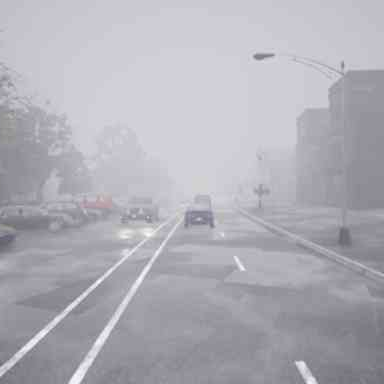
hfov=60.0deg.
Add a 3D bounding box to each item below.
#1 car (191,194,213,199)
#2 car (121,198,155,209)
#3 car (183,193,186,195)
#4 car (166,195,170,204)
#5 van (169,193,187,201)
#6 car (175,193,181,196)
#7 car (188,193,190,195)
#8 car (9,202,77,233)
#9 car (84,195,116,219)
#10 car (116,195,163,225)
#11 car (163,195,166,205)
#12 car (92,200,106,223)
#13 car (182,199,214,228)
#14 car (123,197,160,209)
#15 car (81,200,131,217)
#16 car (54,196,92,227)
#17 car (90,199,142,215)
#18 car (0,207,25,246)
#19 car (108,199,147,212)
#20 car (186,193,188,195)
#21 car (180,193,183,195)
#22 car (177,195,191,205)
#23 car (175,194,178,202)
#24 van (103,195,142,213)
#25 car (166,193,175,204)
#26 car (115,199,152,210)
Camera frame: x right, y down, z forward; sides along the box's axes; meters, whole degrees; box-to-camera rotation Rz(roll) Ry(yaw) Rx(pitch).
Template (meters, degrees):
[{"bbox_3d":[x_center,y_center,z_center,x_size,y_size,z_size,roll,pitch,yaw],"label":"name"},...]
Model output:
[{"bbox_3d":[1.350,1.330,41.497,2.150,2.045,5.566,0,0,3],"label":"car"},{"bbox_3d":[-7.816,1.676,48.250,4.674,1.452,2.002,-1,0,-16],"label":"car"},{"bbox_3d":[-4.706,1.552,83.733,4.553,1.767,2.185,-1,0,-14],"label":"car"},{"bbox_3d":[-6.938,1.716,60.103,4.674,1.452,2.002,-1,-1,-15],"label":"car"},{"bbox_3d":[-3.898,1.425,92.541,4.442,1.987,1.878,-1,0,-14],"label":"van"},{"bbox_3d":[-5.682,1.685,71.988,5.366,1.575,1.946,-1,0,-14],"label":"car"},{"bbox_3d":[-4.115,1.409,89.622,5.566,2.045,2.435,-1,0,-14],"label":"car"},{"bbox_3d":[-9.220,1.517,18.621,4.892,1.521,2.231,-1,0,-19],"label":"car"},{"bbox_3d":[-8.949,1.292,27.514,5.566,2.045,2.435,-1,0,-18],"label":"car"},{"bbox_3d":[-3.775,1.267,25.009,2.150,2.045,5.566,0,0,2],"label":"car"},{"bbox_3d":[-7.399,1.659,54.176,5.008,1.535,2.097,-1,0,-16],"label":"car"},{"bbox_3d":[-9.031,1.573,24.560,4.674,1.452,2.002,-1,0,-18],"label":"car"},{"bbox_3d":[0.509,1.515,22.854,1.882,1.535,5.008,0,0,2],"label":"car"},{"bbox_3d":[-7.801,1.647,51.164,5.366,1.575,1.946,-1,0,-16],"label":"car"},{"bbox_3d":[-8.666,1.606,33.462,4.674,1.452,2.002,-1,-1,-18],"label":"car"},{"bbox_3d":[-9.095,1.398,21.593,4.553,1.767,2.185,-1,0,-18],"label":"car"},{"bbox_3d":[-8.342,1.573,36.485,5.366,1.575,1.946,-1,-1,-17],"label":"car"},{"bbox_3d":[-9.315,1.531,12.687,4.792,1.488,2.163,-1,0,-19],"label":"car"},{"bbox_3d":[-8.191,1.647,42.360,4.674,1.452,2.002,-1,0,-17],"label":"car"},{"bbox_3d":[-4.386,1.669,86.691,5.008,1.535,2.097,-1,0,-14],"label":"car"},{"bbox_3d":[-5.295,1.717,77.835,4.792,1.488,2.163,-1,0,-14],"label":"car"},{"bbox_3d":[-1.131,1.753,65.756,1.994,1.385,4.181,0,0,5],"label":"car"},{"bbox_3d":[-6.154,1.691,68.983,4.892,1.521,2.231,-1,0,-15],"label":"car"},{"bbox_3d":[-8.255,1.365,39.434,4.442,1.987,1.878,-1,-1,-17],"label":"van"},{"bbox_3d":[-6.393,1.561,66.029,4.553,1.767,2.185,-1,0,-15],"label":"car"},{"bbox_3d":[-7.992,1.661,45.308,4.674,1.452,2.002,0,-1,-16],"label":"car"}]
